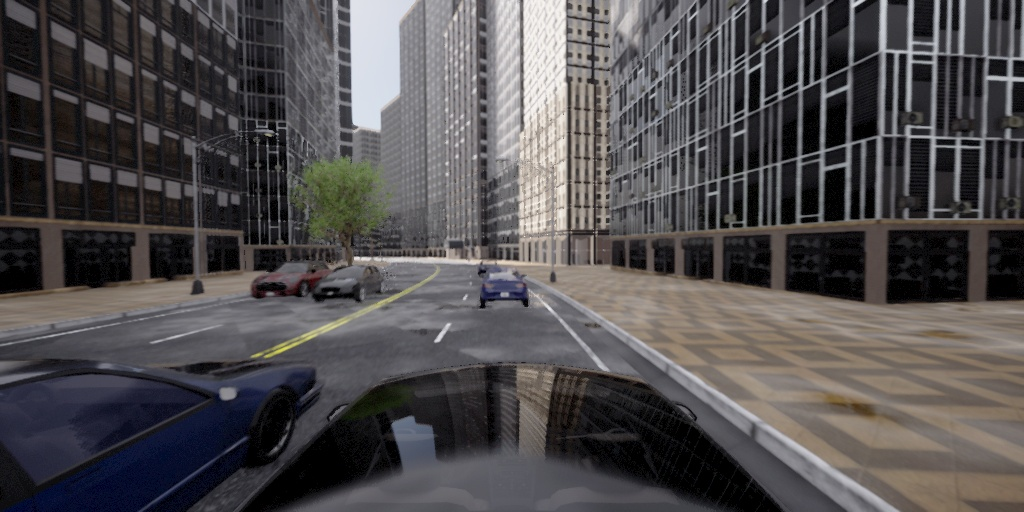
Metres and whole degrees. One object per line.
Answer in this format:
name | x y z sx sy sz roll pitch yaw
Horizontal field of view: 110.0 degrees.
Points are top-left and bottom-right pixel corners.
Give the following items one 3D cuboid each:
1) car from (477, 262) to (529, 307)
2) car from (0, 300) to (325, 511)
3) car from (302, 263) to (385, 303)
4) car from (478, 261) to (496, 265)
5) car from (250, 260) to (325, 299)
car | -0.371 1.160 14.740 1.812 1.442 4.674 0 0 -3
car | -3.171 1.312 1.822 2.033 1.411 5.357 0 1 0
car | -7.160 1.168 16.202 1.837 1.490 4.892 0 0 -4
car | -2.243 1.076 33.551 1.895 1.301 4.718 0 1 -8
car | -10.524 1.024 17.586 2.097 1.767 4.553 0 0 -4
